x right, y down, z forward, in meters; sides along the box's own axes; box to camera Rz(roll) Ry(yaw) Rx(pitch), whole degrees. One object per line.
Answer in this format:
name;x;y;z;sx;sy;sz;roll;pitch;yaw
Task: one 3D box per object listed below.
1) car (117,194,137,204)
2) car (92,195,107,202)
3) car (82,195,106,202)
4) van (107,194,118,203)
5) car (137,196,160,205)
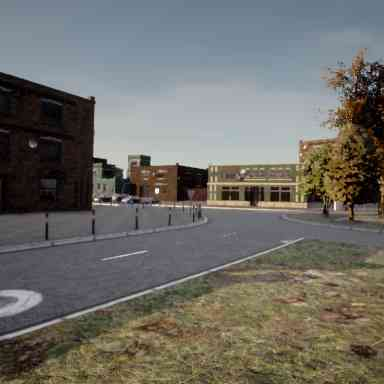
car;-12.748;1.573;69.969;2.185;1.767;4.553;1;-1;32
car;-19.803;1.393;74.420;2.185;1.767;4.553;2;-1;32
car;-22.282;1.449;75.937;2.097;1.535;5.008;2;-1;32
van;-15.283;1.412;71.396;1.878;1.987;4.442;1;-1;32
car;-8.188;1.825;67.016;2.163;1.488;4.792;1;-1;32
